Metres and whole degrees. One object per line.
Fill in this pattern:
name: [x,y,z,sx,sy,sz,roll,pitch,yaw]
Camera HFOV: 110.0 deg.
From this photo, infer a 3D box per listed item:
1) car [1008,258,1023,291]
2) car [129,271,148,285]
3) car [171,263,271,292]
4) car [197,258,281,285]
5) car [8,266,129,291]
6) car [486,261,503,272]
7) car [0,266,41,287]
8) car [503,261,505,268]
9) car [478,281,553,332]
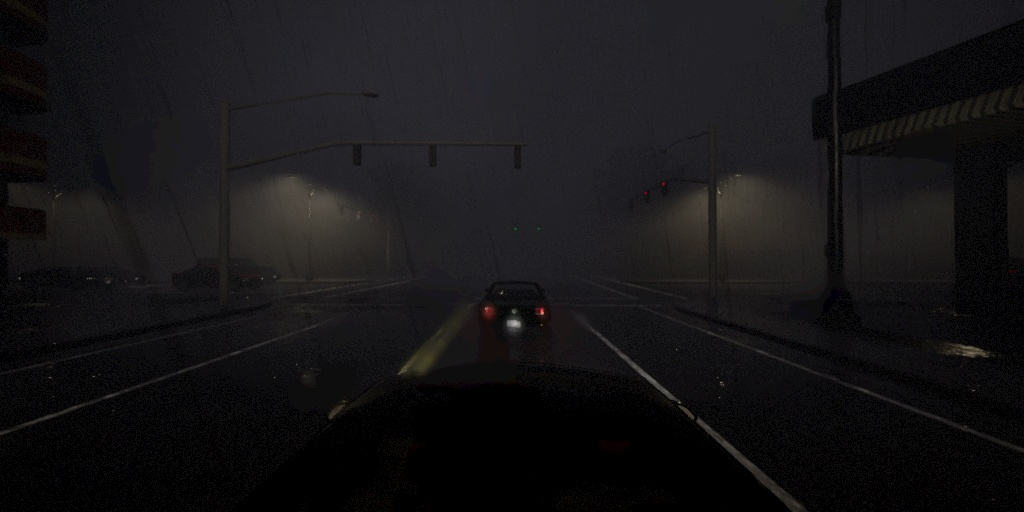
car: [36.264,1.136,25.054,5.566,2.045,2.150,0,0,1]
car: [-29.337,1.485,26.129,4.181,1.385,1.994,0,0,0]
car: [-18.354,1.373,22.444,5.008,1.535,1.882,0,0,1]
car: [-19.918,1.142,25.992,5.566,2.045,2.150,0,0,1]
car: [-27.857,1.388,22.607,4.902,1.511,2.128,0,0,1]
car: [-2.785,1.661,53.411,2.033,1.411,5.357,0,0,1]
car: [-38.019,1.448,26.286,4.674,1.442,1.812,0,0,1]
car: [-2.672,1.660,63.224,1.882,1.535,5.008,0,0,1]
car: [0.094,1.417,11.129,1.895,1.301,4.718,0,0,0]
